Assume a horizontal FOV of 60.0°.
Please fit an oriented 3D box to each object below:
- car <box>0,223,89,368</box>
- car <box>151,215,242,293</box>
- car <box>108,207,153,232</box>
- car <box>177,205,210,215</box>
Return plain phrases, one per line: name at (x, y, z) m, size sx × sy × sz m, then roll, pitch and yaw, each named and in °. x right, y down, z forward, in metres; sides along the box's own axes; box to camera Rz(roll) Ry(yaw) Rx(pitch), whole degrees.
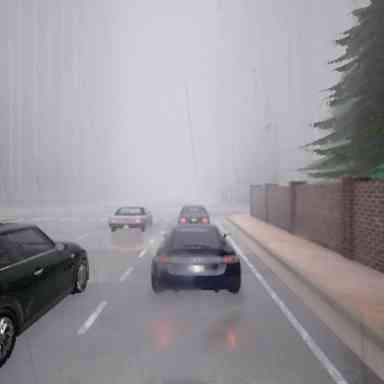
car at (-3.409, 1.319, 5.783) m, size 2.097 × 1.767 × 4.553 m, roll 0°, pitch 0°, yaw 0°
car at (0.093, 1.515, 8.740) m, size 1.994 × 1.385 × 4.181 m, roll 0°, pitch 0°, yaw 0°
car at (-3.400, 1.495, 19.374) m, size 1.895 × 1.301 × 4.718 m, roll 0°, pitch 0°, yaw 0°
car at (0.101, 1.442, 19.329) m, size 2.033 × 1.411 × 5.357 m, roll 0°, pitch 0°, yaw 0°
